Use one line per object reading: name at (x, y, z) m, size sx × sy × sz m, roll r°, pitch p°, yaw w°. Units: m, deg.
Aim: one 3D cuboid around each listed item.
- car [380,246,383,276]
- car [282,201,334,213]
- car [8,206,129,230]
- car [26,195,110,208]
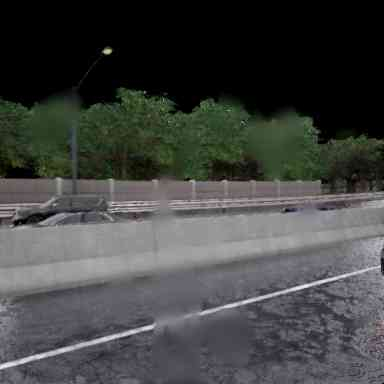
car at (6.646, 1.493, 8.412) m, size 4.892 × 1.490 × 1.837 m, roll 0°, pitch 0°, yaw -35°
car at (9.699, 1.461, 27.782) m, size 4.718 × 1.301 × 1.895 m, roll -1°, pitch 1°, yaw -34°
car at (-4.836, 1.501, 13.415) m, size 4.892 × 1.490 × 1.837 m, roll 0°, pitch 0°, yaw -35°
car at (-7.644, 1.215, 20.006) m, size 5.566 × 2.045 × 2.150 m, roll 0°, pitch 0°, yaw -35°
